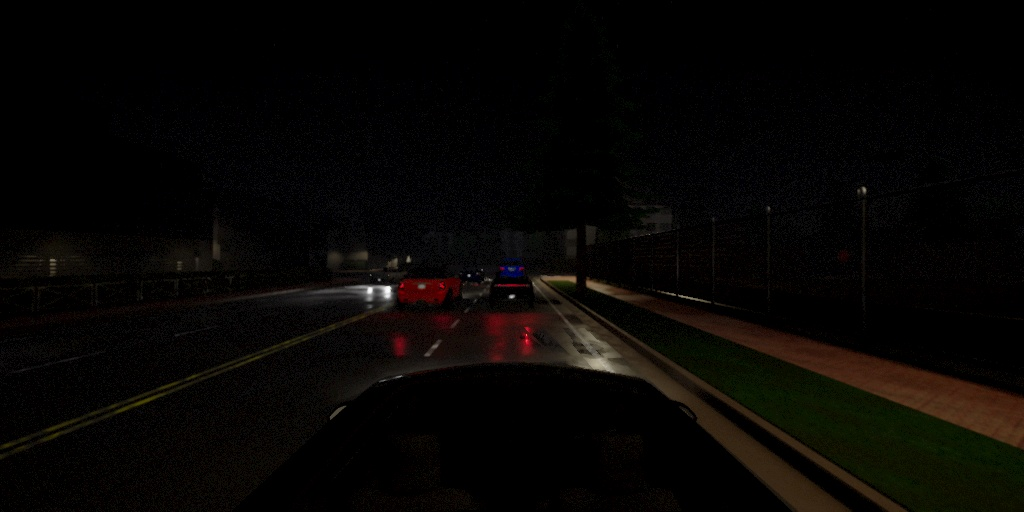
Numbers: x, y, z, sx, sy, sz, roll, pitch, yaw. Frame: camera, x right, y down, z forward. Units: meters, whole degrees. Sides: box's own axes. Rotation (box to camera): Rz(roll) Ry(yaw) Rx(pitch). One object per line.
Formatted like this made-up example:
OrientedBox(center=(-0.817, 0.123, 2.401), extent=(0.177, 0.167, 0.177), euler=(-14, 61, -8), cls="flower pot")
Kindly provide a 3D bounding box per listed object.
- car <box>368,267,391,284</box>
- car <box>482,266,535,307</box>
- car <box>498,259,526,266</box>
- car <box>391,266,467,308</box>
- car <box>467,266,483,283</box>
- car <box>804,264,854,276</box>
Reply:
OrientedBox(center=(-10.515, 1.623, 30.617), extent=(1.895, 1.301, 4.718), euler=(0, -1, 0), cls="car")
OrientedBox(center=(-0.002, 1.379, 16.256), extent=(2.128, 1.511, 4.902), euler=(0, 0, 0), cls="car")
OrientedBox(center=(-0.012, 1.242, 30.980), extent=(2.150, 2.045, 5.566), euler=(0, 0, 0), cls="car")
OrientedBox(center=(-3.504, 1.235, 16.042), extent=(2.097, 1.767, 4.553), euler=(0, -1, 0), cls="car")
OrientedBox(center=(-3.537, 1.592, 31.218), extent=(1.994, 1.385, 4.181), euler=(0, 0, -1), cls="car")
OrientedBox(center=(37.356, 1.686, 42.812), extent=(5.357, 1.411, 2.033), euler=(0, -1, 2), cls="car")
